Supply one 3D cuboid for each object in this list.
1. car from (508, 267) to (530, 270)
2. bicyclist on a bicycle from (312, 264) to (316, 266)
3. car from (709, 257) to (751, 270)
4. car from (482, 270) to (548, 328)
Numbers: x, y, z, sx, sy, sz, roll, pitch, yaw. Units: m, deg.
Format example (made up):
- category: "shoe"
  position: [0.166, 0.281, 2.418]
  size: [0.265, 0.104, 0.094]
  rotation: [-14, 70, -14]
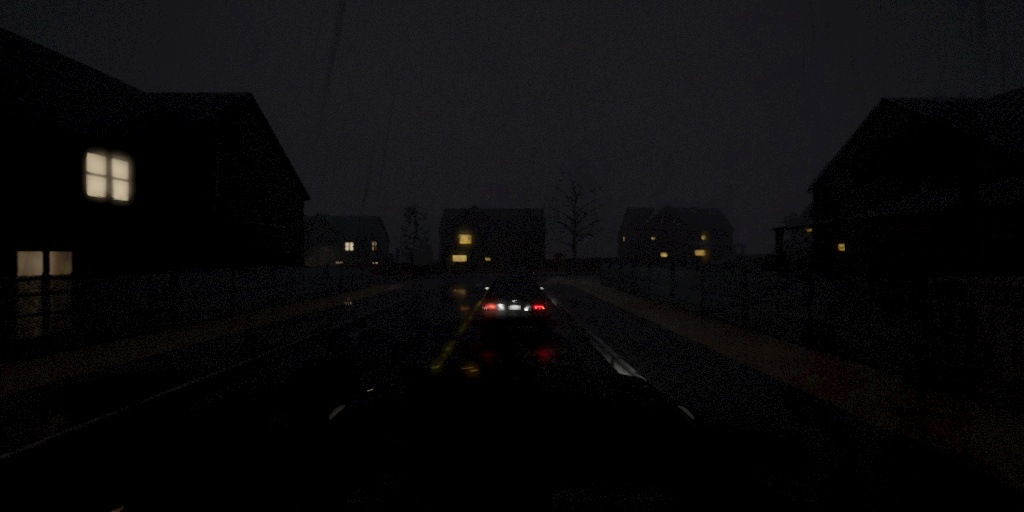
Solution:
- category: "car"
  position: [0.472, 1.419, 24.244]
  size: [2.033, 1.411, 5.357]
  rotation: [0, 0, 6]
- category: "bicyclist on a bicycle"
  position: [-20.206, 1.608, 36.612]
  size: [0.582, 1.620, 1.656]
  rotation: [-1, 1, 0]
- category: "car"
  position: [20.511, 0.878, 33.819]
  size: [4.892, 1.490, 1.837]
  rotation: [-1, 1, 0]
- category: "car"
  position: [0.084, 1.346, 11.481]
  size: [2.033, 1.411, 5.357]
  rotation: [0, 0, 0]
